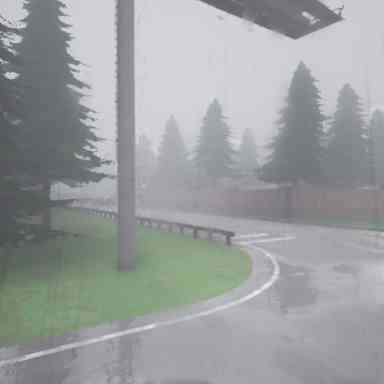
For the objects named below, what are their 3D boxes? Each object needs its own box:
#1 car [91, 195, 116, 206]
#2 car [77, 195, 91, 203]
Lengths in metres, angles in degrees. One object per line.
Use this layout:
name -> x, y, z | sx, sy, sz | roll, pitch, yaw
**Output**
car -> -11.717, 1.150, 44.726 | 1.812, 1.442, 4.674 | 0, 0, -32
car -> -17.143, 1.143, 53.393 | 2.033, 1.411, 5.357 | 0, 0, -32
